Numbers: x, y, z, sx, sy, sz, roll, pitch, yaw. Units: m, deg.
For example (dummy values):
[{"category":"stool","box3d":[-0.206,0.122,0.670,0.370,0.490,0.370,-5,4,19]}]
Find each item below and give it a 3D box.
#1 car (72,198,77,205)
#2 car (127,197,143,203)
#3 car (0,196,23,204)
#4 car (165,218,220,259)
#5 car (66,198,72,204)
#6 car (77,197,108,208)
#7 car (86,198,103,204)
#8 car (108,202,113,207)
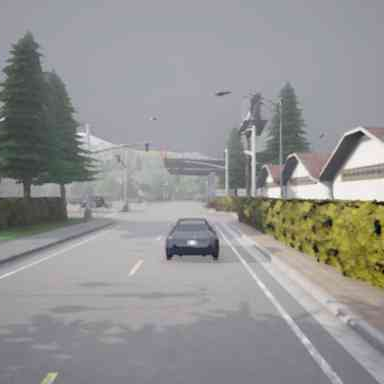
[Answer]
[{"category":"car","box3d":[-24.015,2.098,72.034,4.514,1.523,2.007,0,-1,-1]},{"category":"car","box3d":[-16.426,2.373,93.915,5.027,1.636,2.152,0,-1,-1]},{"category":"car","box3d":[-42.559,1.967,78.310,4.605,1.855,1.932,0,-1,-1]},{"category":"car","box3d":[0.021,1.714,13.320,1.994,1.385,4.181,0,-1,0]},{"category":"car","box3d":[-24.654,1.759,59.576,4.605,1.855,1.932,0,-1,-1]},{"category":"car","box3d":[-16.767,1.703,56.336,3.866,1.878,1.905,0,-1,-1]},{"category":"car","box3d":[-24.031,2.230,82.026,3.633,1.501,1.845,0,-1,-1]},{"category":"car","box3d":[-16.175,2.024,59.660,3.806,1.475,1.970,0,-1,-1]}]
